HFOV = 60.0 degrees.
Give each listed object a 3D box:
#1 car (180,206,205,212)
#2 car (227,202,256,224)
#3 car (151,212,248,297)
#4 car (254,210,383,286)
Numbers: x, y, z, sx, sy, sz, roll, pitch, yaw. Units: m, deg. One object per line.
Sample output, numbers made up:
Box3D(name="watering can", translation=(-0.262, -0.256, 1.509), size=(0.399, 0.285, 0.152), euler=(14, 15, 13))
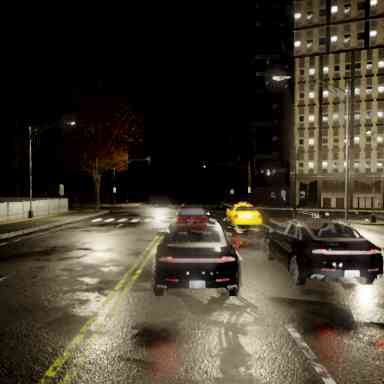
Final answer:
Box3D(name="car", translation=(0.035, 1.544, 19.365), size=(2.033, 1.411, 5.357), euler=(0, 0, 0))
Box3D(name="car", translation=(3.348, 1.452, 22.194), size=(1.801, 1.575, 5.366), euler=(0, 0, 0))
Box3D(name="car", translation=(0.083, 1.489, 8.570), size=(2.128, 1.511, 4.902), euler=(0, 0, 0))
Box3D(name="car", translation=(3.356, 1.489, 9.390), size=(2.128, 1.511, 4.902), euler=(0, 0, 0))
